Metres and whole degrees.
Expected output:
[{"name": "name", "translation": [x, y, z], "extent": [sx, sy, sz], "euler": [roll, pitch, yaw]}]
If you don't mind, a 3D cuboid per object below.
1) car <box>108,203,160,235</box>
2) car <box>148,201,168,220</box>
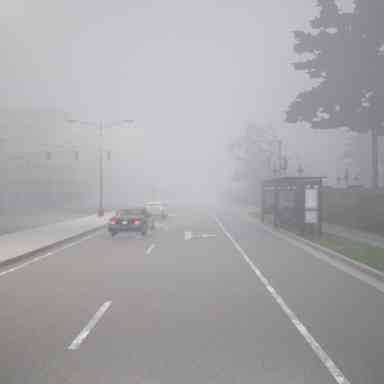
[{"name": "car", "translation": [-3.234, 1.543, 18.628], "extent": [2.033, 1.411, 5.357], "euler": [0, 0, 1]}, {"name": "car", "translation": [-3.147, 1.526, 28.483], "extent": [1.812, 1.442, 4.674], "euler": [0, 0, 1]}]
